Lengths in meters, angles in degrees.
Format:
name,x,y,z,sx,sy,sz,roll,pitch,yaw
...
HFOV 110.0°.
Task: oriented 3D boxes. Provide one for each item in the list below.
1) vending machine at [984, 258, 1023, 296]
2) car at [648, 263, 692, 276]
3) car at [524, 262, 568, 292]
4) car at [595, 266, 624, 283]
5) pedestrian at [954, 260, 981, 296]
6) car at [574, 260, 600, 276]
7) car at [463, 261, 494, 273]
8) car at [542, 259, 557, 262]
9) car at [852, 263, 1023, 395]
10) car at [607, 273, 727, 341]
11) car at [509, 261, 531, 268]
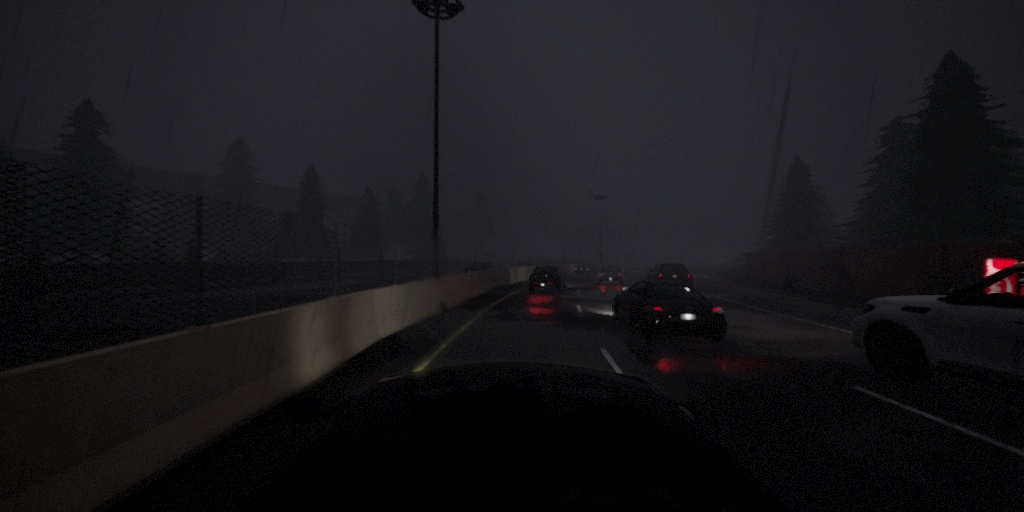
name,x,y,z,sx,sy,sz,roll,pitch,yaw
vending machine,14.561,1.042,10.221,1.100,2.100,0.880,0,0,7
car,10.025,1.212,23.063,2.097,1.767,4.553,0,0,14
car,2.293,1.339,22.158,1.837,1.490,4.892,-1,0,14
car,8.166,1.470,29.366,1.895,1.301,4.718,0,0,18
pedestrian,14.092,0.988,11.025,0.375,1.860,0.375,0,0,7
car,8.507,1.476,40.735,2.033,1.411,5.357,0,0,26
car,-3.484,1.344,38.752,1.837,1.490,4.892,0,-1,21
car,6.544,1.313,64.872,2.097,1.767,4.553,0,0,35
car,7.215,1.014,4.118,2.150,2.045,5.566,0,0,2
car,4.173,1.359,10.134,1.994,1.385,4.181,0,0,5
car,1.178,1.359,40.992,2.128,1.511,4.902,0,0,23
